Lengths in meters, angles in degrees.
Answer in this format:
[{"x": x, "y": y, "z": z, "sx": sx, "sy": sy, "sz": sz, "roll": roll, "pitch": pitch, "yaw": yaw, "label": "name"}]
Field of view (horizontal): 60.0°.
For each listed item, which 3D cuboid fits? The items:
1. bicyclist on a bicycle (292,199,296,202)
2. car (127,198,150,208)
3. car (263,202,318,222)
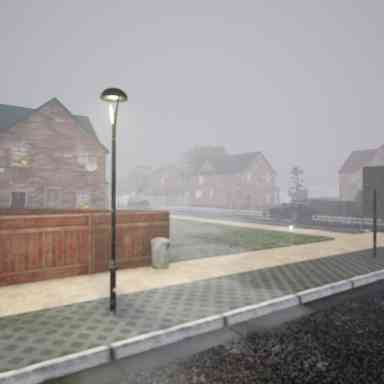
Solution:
[{"x": 9.547, "y": 1.462, "z": 31.124, "sx": 1.656, "sy": 1.620, "sz": 0.582, "roll": 1, "pitch": 0, "yaw": -36, "label": "bicyclist on a bicycle"}, {"x": -8.233, "y": 1.626, "z": 50.765, "sx": 2.128, "sy": 1.511, "sz": 4.902, "roll": 1, "pitch": -1, "yaw": -36, "label": "car"}, {"x": 8.139, "y": 1.620, "z": 28.020, "sx": 1.837, "sy": 1.490, "sz": 4.892, "roll": 1, "pitch": -1, "yaw": -35, "label": "car"}]
